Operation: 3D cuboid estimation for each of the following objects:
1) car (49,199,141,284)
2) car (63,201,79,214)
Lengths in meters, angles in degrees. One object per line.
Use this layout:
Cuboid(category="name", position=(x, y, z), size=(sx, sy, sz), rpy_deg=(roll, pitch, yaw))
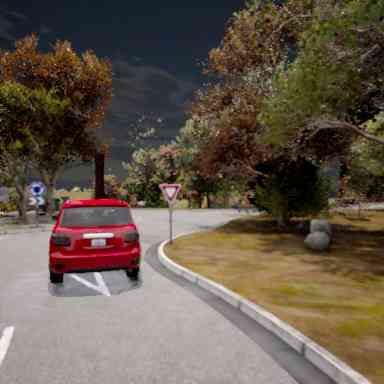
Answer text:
Cuboid(category="car", position=(-2.957, 1.228, 9.958), size=(2.150, 2.045, 5.566), rpy_deg=(0, 0, -19))
Cuboid(category="car", position=(-22.100, 2.866, 60.923), size=(2.150, 2.045, 5.566), rpy_deg=(0, -5, -12))
